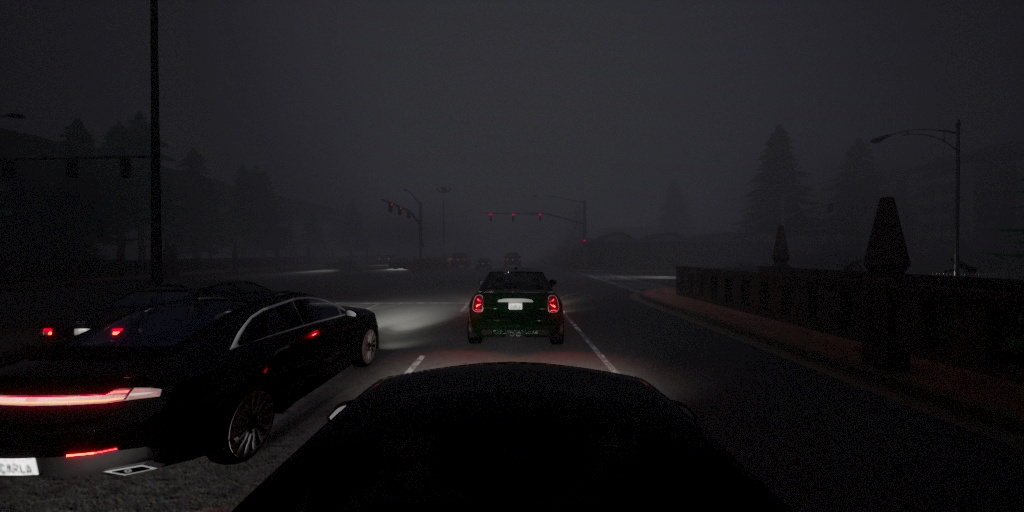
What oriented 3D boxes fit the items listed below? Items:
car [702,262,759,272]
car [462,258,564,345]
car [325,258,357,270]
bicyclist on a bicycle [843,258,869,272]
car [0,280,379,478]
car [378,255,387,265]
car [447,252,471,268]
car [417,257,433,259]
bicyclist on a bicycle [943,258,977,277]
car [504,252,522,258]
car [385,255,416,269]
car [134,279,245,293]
[{"bbox_3d":[18.066,1.107,29.328,4.718,1.301,1.895,0,1,2],"label":"car"},{"bbox_3d":[0.142,1.048,9.570,2.097,1.767,4.553,0,1,2],"label":"car"},{"bbox_3d":[-21.095,0.962,44.408,1.895,1.301,4.718,0,1,0],"label":"car"},{"bbox_3d":[17.868,0.911,18.630,0.582,1.620,1.656,0,1,-14],"label":"bicyclist on a bicycle"},{"bbox_3d":[-3.437,1.224,4.908,2.128,1.511,4.902,0,1,0],"label":"car"},{"bbox_3d":[-21.064,0.554,60.772,2.097,1.767,4.553,0,1,0],"label":"car"},{"bbox_3d":[-6.914,0.540,48.773,2.150,2.045,5.566,0,1,0],"label":"car"},{"bbox_3d":[-14.069,0.803,60.890,1.895,1.301,4.718,0,1,0],"label":"car"},{"bbox_3d":[22.202,0.919,17.779,0.582,1.620,1.656,0,0,-35],"label":"bicyclist on a bicycle"},{"bbox_3d":[0.099,0.541,48.743,2.150,2.045,5.566,0,1,0],"label":"car"},{"bbox_3d":[-14.095,0.915,45.517,1.994,1.385,4.181,0,0,0],"label":"car"},{"bbox_3d":[-6.921,1.251,8.294,2.033,1.411,5.357,0,1,0],"label":"car"}]
